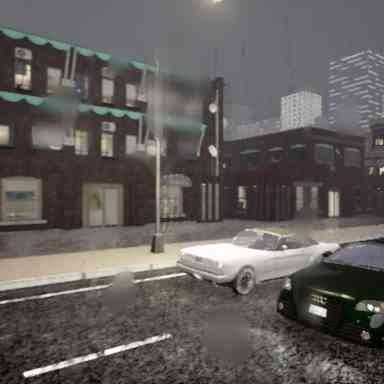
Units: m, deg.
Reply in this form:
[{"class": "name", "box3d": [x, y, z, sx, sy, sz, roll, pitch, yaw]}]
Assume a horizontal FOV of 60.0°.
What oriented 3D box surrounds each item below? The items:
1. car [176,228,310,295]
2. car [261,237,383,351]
[{"class": "car", "box3d": [1.938, 1.687, 9.057, 4.718, 1.301, 1.895, 1, -1, -36]}, {"class": "car", "box3d": [3.540, 1.646, 6.207, 4.181, 1.385, 1.994, 1, -1, -35]}]
